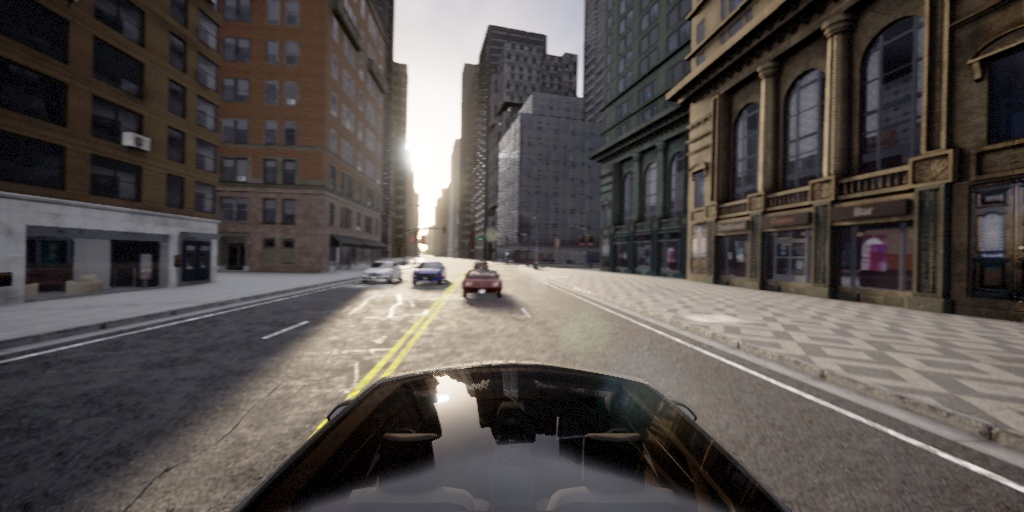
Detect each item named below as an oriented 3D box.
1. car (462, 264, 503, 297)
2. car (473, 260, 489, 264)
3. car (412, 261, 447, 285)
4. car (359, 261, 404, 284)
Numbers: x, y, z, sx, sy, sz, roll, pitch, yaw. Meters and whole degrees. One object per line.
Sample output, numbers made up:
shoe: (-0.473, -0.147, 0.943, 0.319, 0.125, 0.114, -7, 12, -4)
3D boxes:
car: (-1.542, 1.301, 18.408, 1.895, 1.301, 4.718, 1, 0, -5)
car: (-3.841, 1.153, 44.425, 1.812, 1.442, 4.674, 1, 0, -5)
car: (-5.539, 1.088, 24.523, 1.882, 1.535, 5.008, 1, 0, -5)
car: (-8.817, 1.068, 24.705, 1.812, 1.442, 4.674, 1, 0, -5)
